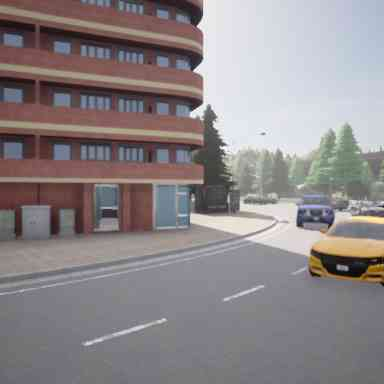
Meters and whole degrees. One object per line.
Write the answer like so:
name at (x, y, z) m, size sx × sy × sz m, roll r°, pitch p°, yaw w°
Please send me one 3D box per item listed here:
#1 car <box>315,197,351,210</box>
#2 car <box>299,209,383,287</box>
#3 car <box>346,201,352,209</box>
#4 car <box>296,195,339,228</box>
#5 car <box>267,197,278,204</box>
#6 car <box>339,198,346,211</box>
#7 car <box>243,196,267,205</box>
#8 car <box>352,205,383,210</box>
car at (19.003, 1.469, 45.038) m, size 1.882 × 1.535 × 5.008 m, roll 0°, pitch 0°, yaw -14°
car at (4.953, 1.476, 9.594) m, size 1.882 × 1.535 × 5.008 m, roll 0°, pitch 0°, yaw 37°
car at (12.310, 1.202, 23.096) m, size 1.994 × 1.385 × 4.181 m, roll 0°, pitch 0°, yaw 16°
car at (8.150, 1.221, 21.933) m, size 2.150 × 2.045 × 5.566 m, roll 0°, pitch 0°, yaw 20°
car at (13.576, 1.538, 61.249) m, size 2.033 × 1.411 × 5.357 m, roll 0°, pitch 0°, yaw -20°
car at (16.631, 1.540, 40.637) m, size 2.033 × 1.411 × 5.357 m, roll 0°, pitch 0°, yaw -9°
car at (10.765, 1.496, 58.969) m, size 1.837 × 1.490 × 4.892 m, roll 0°, pitch 0°, yaw -20°
car at (10.481, 1.596, 18.898) m, size 1.895 × 1.301 × 4.718 m, roll 0°, pitch 0°, yaw 22°
